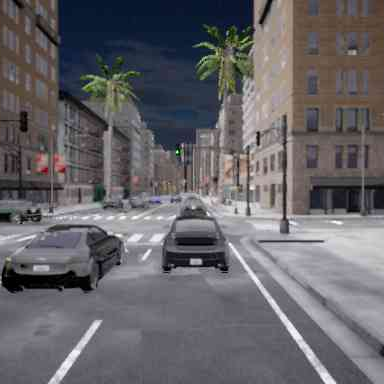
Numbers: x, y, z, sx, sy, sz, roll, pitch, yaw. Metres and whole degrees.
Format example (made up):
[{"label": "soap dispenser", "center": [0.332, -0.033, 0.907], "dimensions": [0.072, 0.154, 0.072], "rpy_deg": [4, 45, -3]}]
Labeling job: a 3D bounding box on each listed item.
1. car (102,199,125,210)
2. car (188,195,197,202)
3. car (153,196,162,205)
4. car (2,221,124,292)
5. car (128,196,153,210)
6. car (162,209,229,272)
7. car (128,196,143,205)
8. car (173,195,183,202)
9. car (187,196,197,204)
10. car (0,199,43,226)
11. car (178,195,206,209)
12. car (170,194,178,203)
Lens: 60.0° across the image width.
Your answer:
[{"label": "car", "center": [-9.831, 1.537, 42.027], "dimensions": [2.033, 1.411, 5.357], "rpy_deg": [0, 0, 0]}, {"label": "car", "center": [0.022, 1.441, 76.548], "dimensions": [1.994, 1.385, 4.181], "rpy_deg": [0, 0, 0]}, {"label": "car", "center": [-6.528, 1.471, 59.163], "dimensions": [1.882, 1.535, 5.008], "rpy_deg": [0, 0, 1]}, {"label": "car", "center": [-3.148, 1.558, 8.952], "dimensions": [1.994, 1.385, 4.181], "rpy_deg": [0, 0, 0]}, {"label": "car", "center": [-6.579, 1.496, 42.565], "dimensions": [1.837, 1.490, 4.892], "rpy_deg": [0, 0, 0]}, {"label": "car", "center": [0.100, 1.498, 10.733], "dimensions": [1.837, 1.490, 4.892], "rpy_deg": [0, 0, 0]}, {"label": "car", "center": [-9.787, 1.518, 57.857], "dimensions": [1.812, 1.442, 4.674], "rpy_deg": [0, 0, 1]}, {"label": "car", "center": [-3.228, 1.413, 76.549], "dimensions": [2.128, 1.511, 4.902], "rpy_deg": [0, 0, 0]}, {"label": "car", "center": [0.019, 1.498, 66.125], "dimensions": [1.837, 1.490, 4.892], "rpy_deg": [0, 0, 0]}, {"label": "car", "center": [-13.061, 1.354, 23.494], "dimensions": [4.553, 1.767, 2.097], "rpy_deg": [0, 1, 12]}, {"label": "car", "center": [0.110, 1.327, 28.690], "dimensions": [2.097, 1.767, 4.553], "rpy_deg": [0, -1, 0]}, {"label": "car", "center": [-3.231, 1.347, 66.513], "dimensions": [2.097, 1.767, 4.553], "rpy_deg": [0, 0, 0]}]
